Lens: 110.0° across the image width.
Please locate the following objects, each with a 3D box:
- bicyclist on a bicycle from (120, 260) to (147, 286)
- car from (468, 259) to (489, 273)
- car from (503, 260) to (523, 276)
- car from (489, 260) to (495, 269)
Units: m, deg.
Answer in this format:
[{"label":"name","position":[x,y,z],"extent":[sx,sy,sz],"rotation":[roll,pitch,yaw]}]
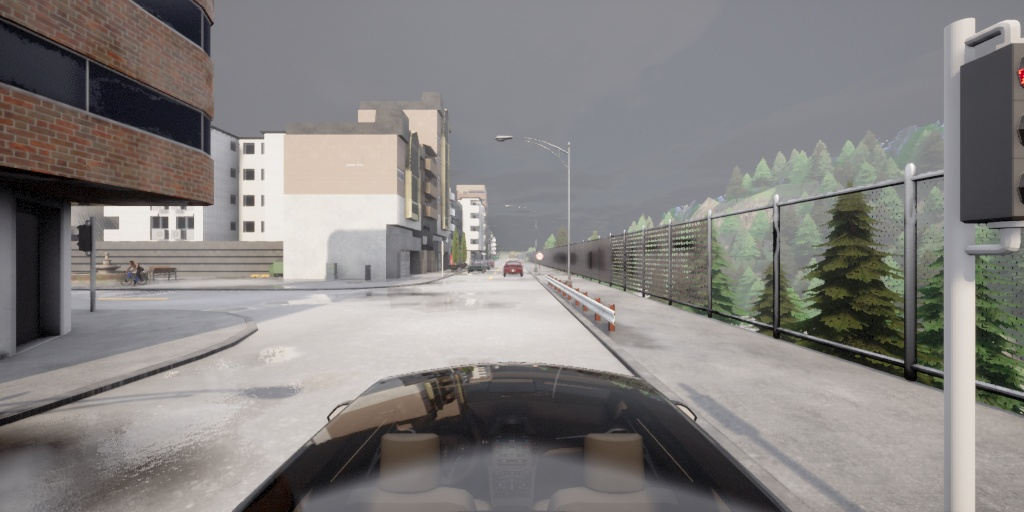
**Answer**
[{"label":"bicyclist on a bicycle","position":[-24.281,1.099,23.054],"extent":[0.582,1.620,1.656],"rotation":[0,0,0]},{"label":"car","position":[-4.093,1.351,42.403],"extent":[1.895,1.301,4.718],"rotation":[0,0,0]},{"label":"car","position":[0.107,1.227,37.109],"extent":[1.882,1.535,5.008],"rotation":[0,0,0]},{"label":"car","position":[-4.087,1.241,51.752],"extent":[2.128,1.511,4.902],"rotation":[0,0,0]}]
